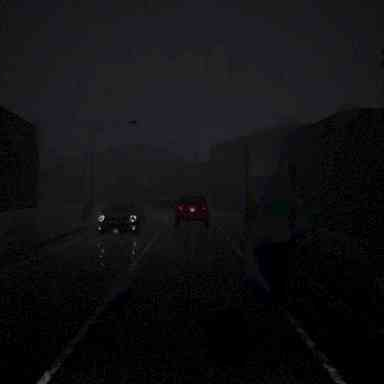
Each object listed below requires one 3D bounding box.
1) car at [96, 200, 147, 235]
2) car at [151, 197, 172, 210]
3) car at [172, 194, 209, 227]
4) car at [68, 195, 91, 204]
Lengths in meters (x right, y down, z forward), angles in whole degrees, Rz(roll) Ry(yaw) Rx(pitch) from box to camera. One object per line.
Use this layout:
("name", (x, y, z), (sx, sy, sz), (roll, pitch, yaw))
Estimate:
("car", (-3.741, 1.294, 18.287), (2.097, 1.767, 4.553), (0, 0, -2))
("car", (-3.645, 1.353, 40.917), (1.882, 1.535, 5.008), (1, 0, -20))
("car", (-0.092, 1.152, 22.584), (2.150, 2.045, 5.566), (0, 0, -3))
("car", (-18.987, 1.178, 56.251), (5.008, 1.535, 1.882), (1, -1, 40))
